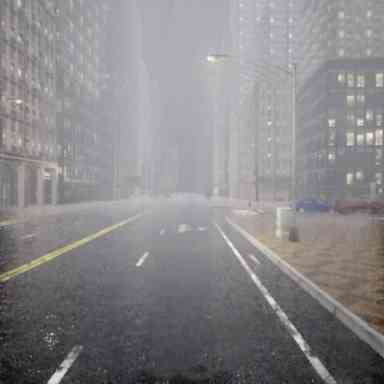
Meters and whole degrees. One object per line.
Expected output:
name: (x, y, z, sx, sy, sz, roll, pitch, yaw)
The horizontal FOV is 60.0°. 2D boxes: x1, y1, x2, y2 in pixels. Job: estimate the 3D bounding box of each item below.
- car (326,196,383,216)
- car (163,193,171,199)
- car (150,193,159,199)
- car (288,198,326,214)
car: (15.983, 1.323, 31.764, 5.009, 1.841, 2.192, 0, 1, 3)
car: (-6.521, 0.961, 86.758, 2.033, 1.411, 5.357, 0, 0, 0)
car: (-9.771, 0.946, 86.757, 2.128, 1.511, 4.902, 0, 0, 0)
car: (12.581, 1.437, 34.624, 5.008, 1.535, 1.882, 0, 1, 3)
